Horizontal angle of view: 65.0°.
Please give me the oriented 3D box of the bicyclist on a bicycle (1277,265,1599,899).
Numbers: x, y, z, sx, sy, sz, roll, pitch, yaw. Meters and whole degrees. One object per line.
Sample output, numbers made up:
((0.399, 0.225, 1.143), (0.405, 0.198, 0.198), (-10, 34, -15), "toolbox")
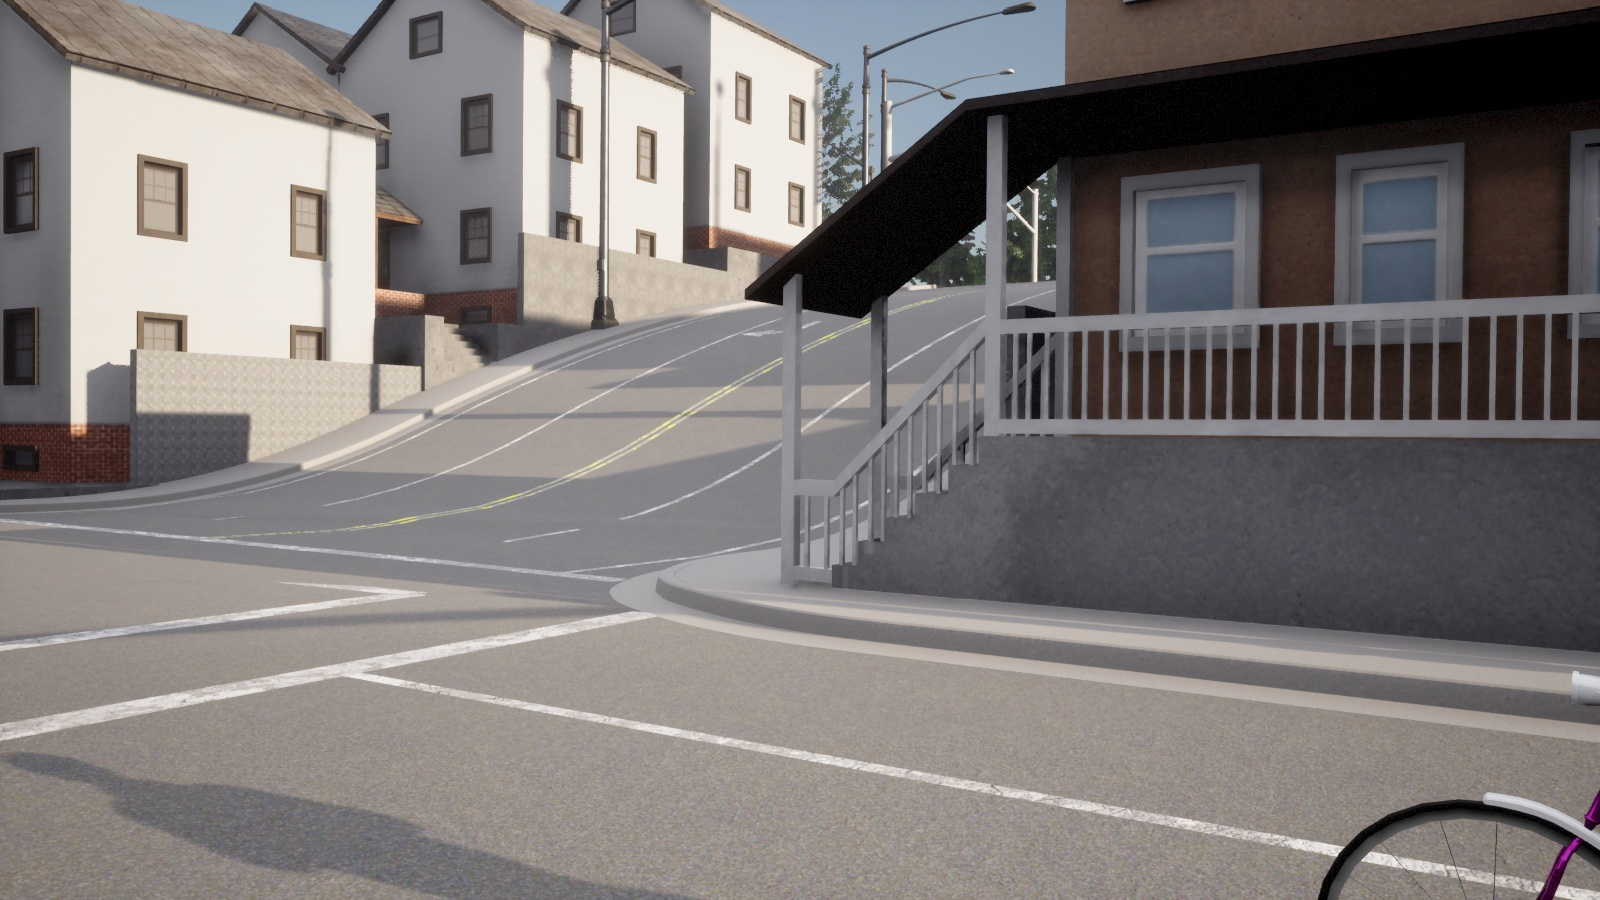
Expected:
((1.928, 0.552, 2.340), (1.843, 1.776, 0.659), (0, 1, 34), "bicyclist on a bicycle")
